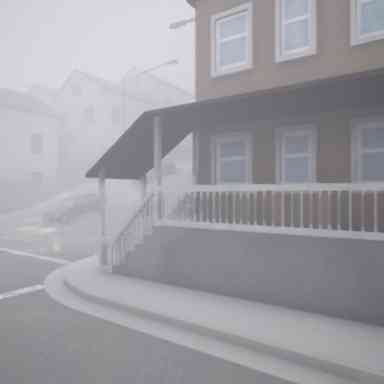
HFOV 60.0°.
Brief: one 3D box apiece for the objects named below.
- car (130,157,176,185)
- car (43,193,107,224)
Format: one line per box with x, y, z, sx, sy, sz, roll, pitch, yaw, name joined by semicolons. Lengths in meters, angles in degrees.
-3.499;-1.971;29.512;2.097;1.767;4.553;0;18;35;car
-7.992;0.985;22.932;1.812;1.442;4.674;0;15;34;car
